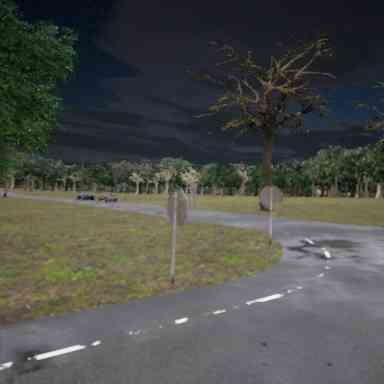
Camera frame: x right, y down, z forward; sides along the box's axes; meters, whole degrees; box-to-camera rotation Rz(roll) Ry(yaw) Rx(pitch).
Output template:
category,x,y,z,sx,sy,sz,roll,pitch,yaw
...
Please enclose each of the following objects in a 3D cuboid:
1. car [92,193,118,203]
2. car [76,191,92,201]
category,x,y,z,sx,sy,sz,roll,pitch,yaw
car,-13.049,0.860,51.118,2.128,1.511,4.902,3,-1,-35
car,-19.033,0.670,59.441,2.097,1.767,4.553,3,-2,-36
